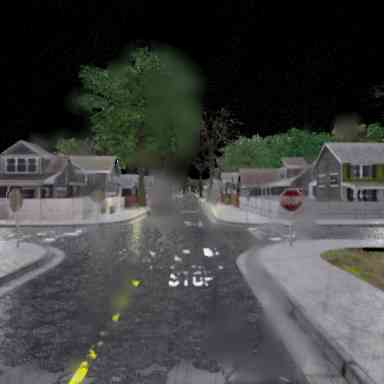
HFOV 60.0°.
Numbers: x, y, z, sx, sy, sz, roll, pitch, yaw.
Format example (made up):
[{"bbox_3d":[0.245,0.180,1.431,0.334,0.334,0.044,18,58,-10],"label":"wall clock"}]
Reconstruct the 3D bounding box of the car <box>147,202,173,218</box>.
[{"bbox_3d":[-2.752,1.549,29.355,1.994,1.385,4.181,0,1,0],"label":"car"}]

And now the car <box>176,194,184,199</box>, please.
[{"bbox_3d":[-2.740,1.184,75.137,1.837,1.490,4.892,0,0,0],"label":"car"}]
